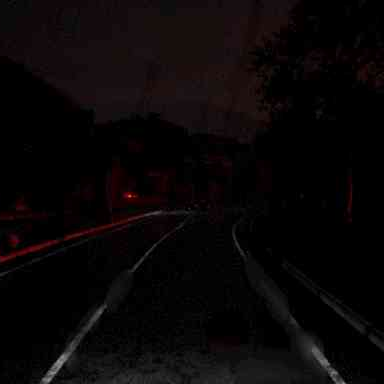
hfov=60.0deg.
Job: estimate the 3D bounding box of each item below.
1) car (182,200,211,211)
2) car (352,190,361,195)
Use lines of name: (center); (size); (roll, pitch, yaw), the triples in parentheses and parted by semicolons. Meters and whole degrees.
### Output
car: (0.619, 1.623, 40.721); (1.895, 1.301, 4.718); (0, 0, 25)
car: (32.585, 0.270, 66.935); (4.553, 1.767, 2.097); (-2, 0, -28)
